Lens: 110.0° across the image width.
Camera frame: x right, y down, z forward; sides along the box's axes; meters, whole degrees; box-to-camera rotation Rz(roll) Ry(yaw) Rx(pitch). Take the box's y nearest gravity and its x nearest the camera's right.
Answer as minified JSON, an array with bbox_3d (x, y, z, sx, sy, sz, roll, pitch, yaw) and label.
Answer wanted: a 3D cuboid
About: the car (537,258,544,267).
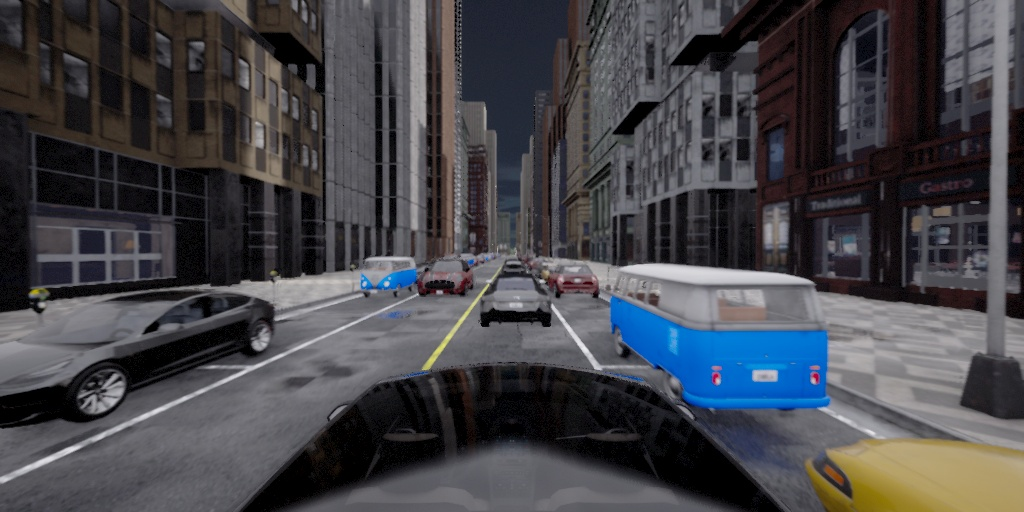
[{"bbox_3d":[2.779,1.060,22.845,1.751,1.417,4.829,0,0,0],"label":"car"}]

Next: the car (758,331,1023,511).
[{"bbox_3d":[2.760,1.293,0.301,1.751,1.417,4.829,0,0,0],"label":"car"}]

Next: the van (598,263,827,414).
[{"bbox_3d":[2.764,1.050,5.767,1.690,1.789,3.998,0,0,0],"label":"van"}]

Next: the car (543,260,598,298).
[{"bbox_3d":[2.774,1.032,17.039,1.967,1.591,4.097,0,0,0],"label":"car"}]

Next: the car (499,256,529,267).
[{"bbox_3d":[0.120,0.990,27.362,1.837,1.490,4.892,0,1,0],"label":"car"}]

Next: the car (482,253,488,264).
[{"bbox_3d":[-5.714,0.564,62.126,1.967,1.591,4.097,0,0,0],"label":"car"}]

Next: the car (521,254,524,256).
[{"bbox_3d":[2.802,0.558,50.856,2.192,1.841,5.009,0,0,0],"label":"car"}]

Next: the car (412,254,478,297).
[{"bbox_3d":[-3.068,0.937,17.498,2.097,1.767,4.553,0,1,0],"label":"car"}]

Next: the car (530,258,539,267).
[{"bbox_3d":[2.783,1.026,28.311,2.007,1.370,4.403,0,0,0],"label":"car"}]

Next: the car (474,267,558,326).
[{"bbox_3d":[0.106,1.216,11.229,1.994,1.385,4.181,0,1,0],"label":"car"}]

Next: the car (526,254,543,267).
[{"bbox_3d":[2.793,0.800,39.583,1.967,1.591,4.097,0,0,0],"label":"car"}]

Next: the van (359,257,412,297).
[{"bbox_3d":[-5.751,0.930,17.035,1.690,1.789,3.998,0,0,0],"label":"van"}]

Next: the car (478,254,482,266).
[{"bbox_3d":[-5.723,0.680,50.853,1.967,1.591,4.097,0,0,0],"label":"car"}]

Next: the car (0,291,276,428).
[{"bbox_3d":[-5.761,1.272,5.762,1.948,1.339,4.313,0,0,0],"label":"car"}]
